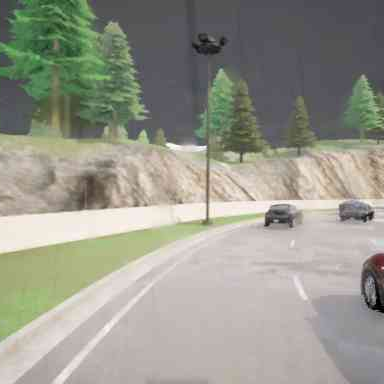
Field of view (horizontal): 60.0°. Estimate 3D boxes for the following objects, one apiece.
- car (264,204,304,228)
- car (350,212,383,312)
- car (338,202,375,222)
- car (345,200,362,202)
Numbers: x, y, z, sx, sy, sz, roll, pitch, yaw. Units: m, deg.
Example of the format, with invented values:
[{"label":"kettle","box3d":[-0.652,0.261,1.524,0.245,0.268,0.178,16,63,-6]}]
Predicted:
[{"label":"car","box3d":[6.370,1.568,22.791,1.837,1.490,4.892,0,0,28]},{"label":"car","box3d":[4.293,1.391,4.869,2.097,1.767,4.553,1,0,6]},{"label":"car","box3d":[13.445,1.727,26.895,1.895,1.301,4.718,0,0,37]},{"label":"car","box3d":[18.214,1.649,37.116,5.008,1.535,1.882,1,0,-41]}]
